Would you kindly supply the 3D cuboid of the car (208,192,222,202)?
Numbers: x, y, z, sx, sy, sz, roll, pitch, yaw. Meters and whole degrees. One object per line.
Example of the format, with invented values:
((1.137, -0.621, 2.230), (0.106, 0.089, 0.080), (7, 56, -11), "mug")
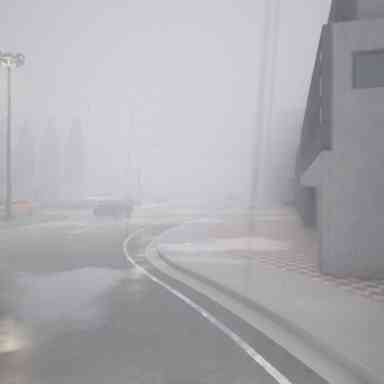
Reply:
((4.939, 1.070, 70.947), (2.150, 2.045, 5.566), (0, 0, 16), "car")

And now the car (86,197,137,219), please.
((-6.642, 1.427, 28.545), (2.128, 1.511, 4.902), (0, 0, 12), "car")

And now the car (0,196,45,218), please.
((-16.236, 1.405, 30.017), (1.882, 1.535, 5.008), (0, 0, 26), "car")

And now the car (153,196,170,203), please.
((-5.724, 1.428, 62.919), (1.994, 1.385, 4.181), (0, 0, 16), "car")

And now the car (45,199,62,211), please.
((-16.176, 1.508, 39.412), (1.895, 1.301, 4.718), (0, 0, 17), "car")

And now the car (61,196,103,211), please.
((-12.665, 1.511, 38.938), (1.895, 1.301, 4.718), (0, 0, 17), "car")

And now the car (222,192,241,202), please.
((8.299, 1.081, 69.934), (2.150, 2.045, 5.566), (0, 0, 16), "car")

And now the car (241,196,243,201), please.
((11.139, 1.389, 79.947), (1.994, 1.385, 4.181), (0, 0, 16), "car")

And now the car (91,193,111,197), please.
((-13.477, 1.111, 48.623), (2.150, 2.045, 5.566), (0, 0, 16), "car")

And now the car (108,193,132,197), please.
((-9.757, 1.382, 48.886), (2.128, 1.511, 4.902), (0, 0, 16), "car")

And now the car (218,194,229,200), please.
((7.669, 1.190, 80.540), (1.812, 1.442, 4.674), (0, 0, 16), "car")
